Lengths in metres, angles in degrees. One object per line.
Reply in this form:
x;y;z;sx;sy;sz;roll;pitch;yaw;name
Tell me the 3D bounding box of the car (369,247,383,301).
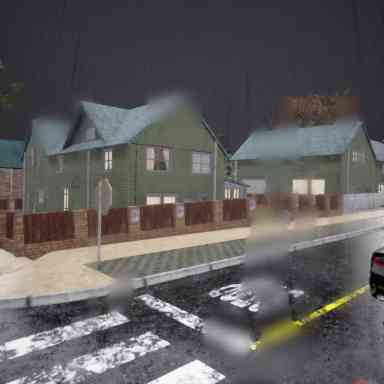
5.410;1.365;6.829;5.008;1.535;1.882;-1;2;-42;car
